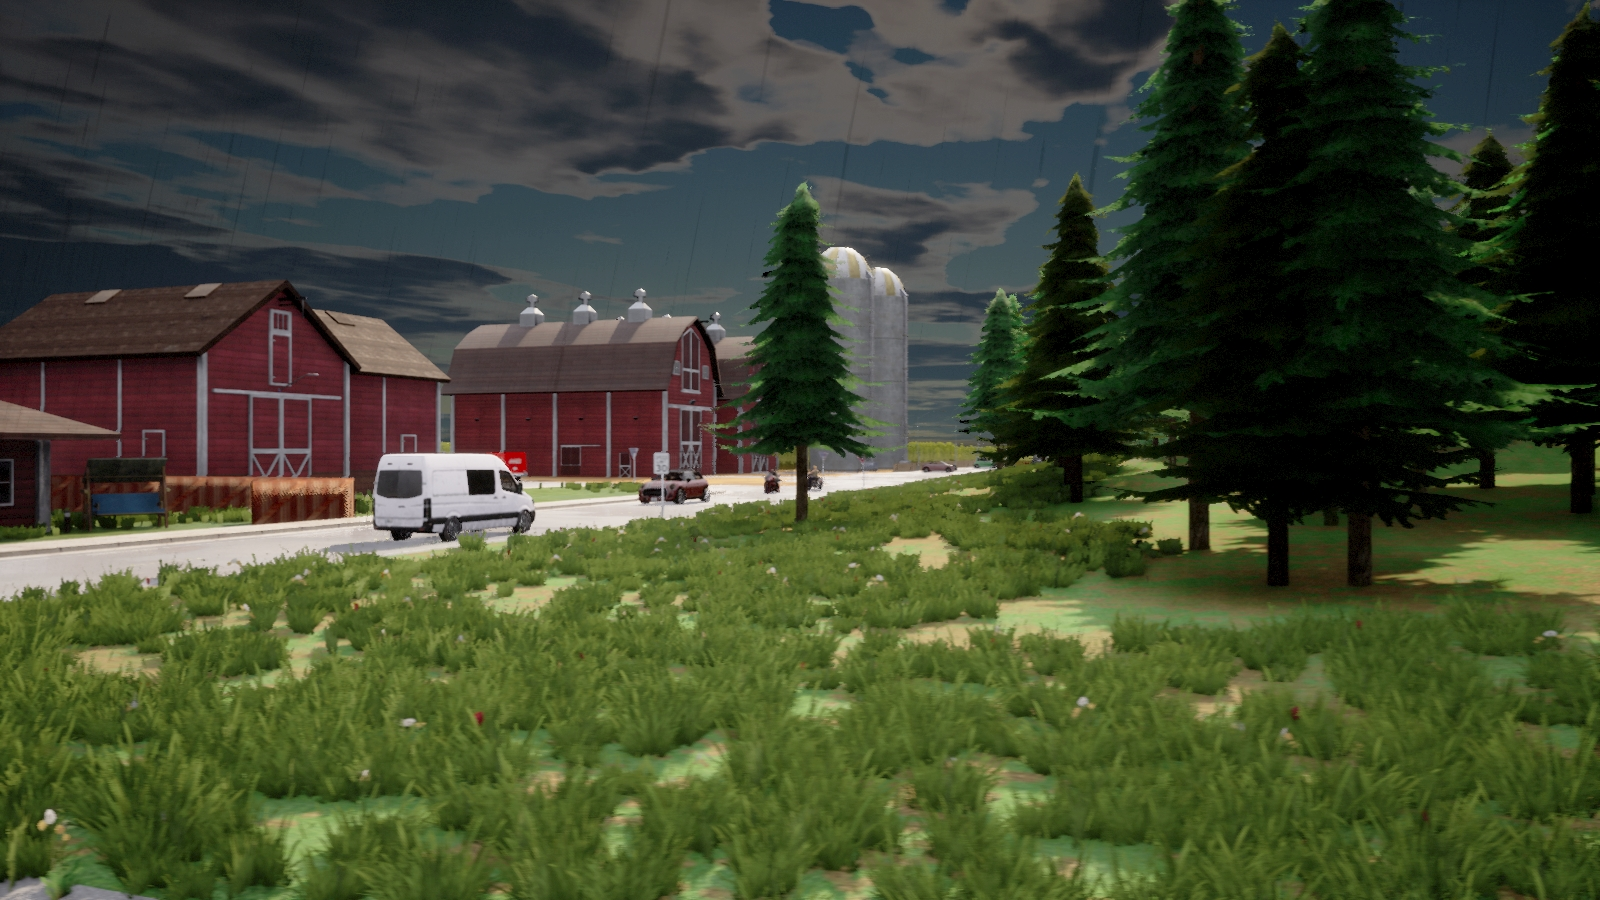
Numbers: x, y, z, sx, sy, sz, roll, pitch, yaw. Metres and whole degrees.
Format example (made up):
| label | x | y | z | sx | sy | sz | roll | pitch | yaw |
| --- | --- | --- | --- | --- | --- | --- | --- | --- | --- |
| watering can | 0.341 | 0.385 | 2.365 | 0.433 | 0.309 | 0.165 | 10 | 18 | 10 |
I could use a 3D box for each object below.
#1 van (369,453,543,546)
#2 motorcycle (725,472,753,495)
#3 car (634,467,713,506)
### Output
| label | x | y | z | sx | sy | sz | roll | pitch | yaw |
| --- | --- | --- | --- | --- | --- | --- | --- | --- | --- |
| van | -10.367 | 1.395 | 35.040 | 1.988 | 2.561 | 5.915 | 0 | 0 | 20 |
| motorcycle | -3.720 | 2.043 | 70.026 | 0.867 | 1.251 | 2.209 | 0 | 2 | 20 |
| car | -6.216 | 1.767 | 56.737 | 2.097 | 1.767 | 4.553 | 0 | 0 | 20 |
